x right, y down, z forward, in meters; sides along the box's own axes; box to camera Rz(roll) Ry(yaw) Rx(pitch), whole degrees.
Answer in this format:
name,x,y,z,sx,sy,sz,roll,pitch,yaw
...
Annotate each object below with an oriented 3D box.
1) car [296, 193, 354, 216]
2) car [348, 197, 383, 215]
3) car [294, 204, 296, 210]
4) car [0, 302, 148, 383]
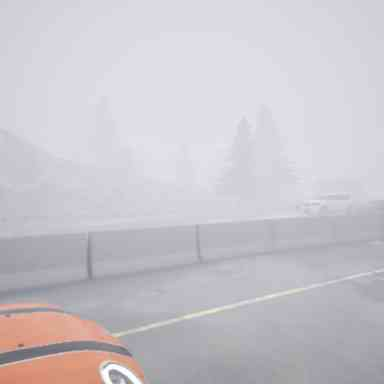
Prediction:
name,x,y,z,sx,sy,sz,roll,pitch,yaw
car,12.873,1.105,31.190,5.566,2.045,2.150,0,0,-25
car,16.309,1.395,28.894,4.892,1.490,1.837,0,0,-23
car,13.095,1.346,35.113,5.008,1.535,1.882,0,0,-24
car,-2.453,1.345,1.885,4.553,1.767,2.097,0,0,-36
